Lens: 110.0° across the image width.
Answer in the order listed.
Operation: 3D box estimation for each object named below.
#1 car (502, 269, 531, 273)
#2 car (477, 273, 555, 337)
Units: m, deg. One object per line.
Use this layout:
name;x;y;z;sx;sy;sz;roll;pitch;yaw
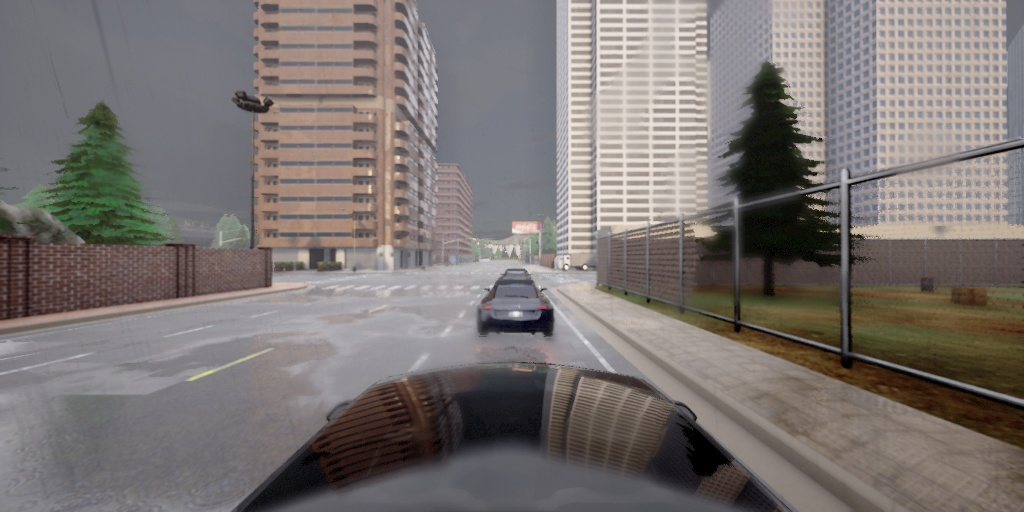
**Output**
car;0.258;1.407;20.594;1.994;1.385;4.181;1;0;2
car;0.099;1.361;10.529;1.994;1.385;4.181;0;0;0
